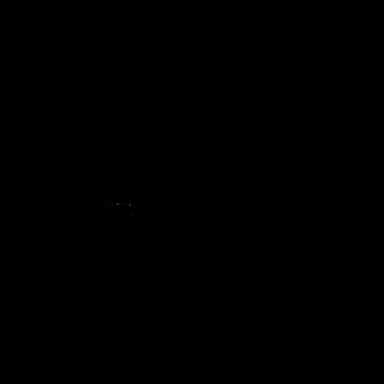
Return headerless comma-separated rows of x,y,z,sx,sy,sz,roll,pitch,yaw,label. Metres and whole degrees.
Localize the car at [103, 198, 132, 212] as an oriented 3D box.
-9.563,1.610,42.458,2.097,1.767,4.553,0,-1,-40,car
